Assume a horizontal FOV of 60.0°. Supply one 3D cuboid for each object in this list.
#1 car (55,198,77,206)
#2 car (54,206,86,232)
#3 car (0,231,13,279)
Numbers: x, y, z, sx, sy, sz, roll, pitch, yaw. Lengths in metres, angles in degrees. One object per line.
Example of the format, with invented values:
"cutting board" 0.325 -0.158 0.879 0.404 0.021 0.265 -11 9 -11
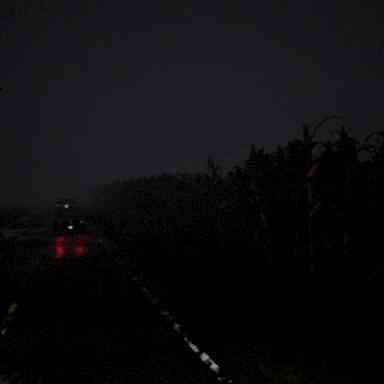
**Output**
"car" -14.449 1.688 38.168 2.150 2.045 5.566 -1 -1 -21
"car" -8.198 1.886 22.311 1.895 1.301 4.718 -1 0 -21
"car" -5.655 1.634 8.122 2.128 1.511 4.902 -1 -1 -22
